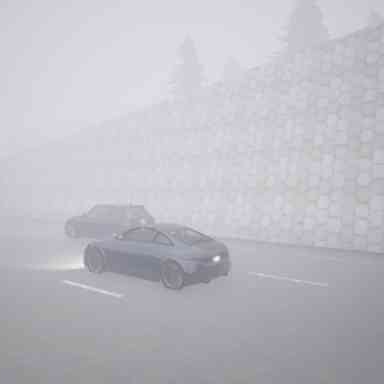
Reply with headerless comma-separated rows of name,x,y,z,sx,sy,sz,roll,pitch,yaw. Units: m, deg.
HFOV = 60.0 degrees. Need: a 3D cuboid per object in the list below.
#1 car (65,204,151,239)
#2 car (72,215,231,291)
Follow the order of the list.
car,-3.813,1.315,15.328,4.553,1.767,2.097,0,0,36
car,-1.048,1.546,9.047,4.181,1.385,1.994,0,0,36
